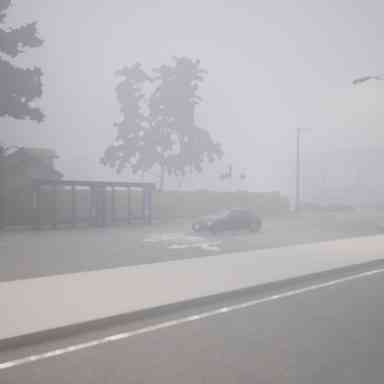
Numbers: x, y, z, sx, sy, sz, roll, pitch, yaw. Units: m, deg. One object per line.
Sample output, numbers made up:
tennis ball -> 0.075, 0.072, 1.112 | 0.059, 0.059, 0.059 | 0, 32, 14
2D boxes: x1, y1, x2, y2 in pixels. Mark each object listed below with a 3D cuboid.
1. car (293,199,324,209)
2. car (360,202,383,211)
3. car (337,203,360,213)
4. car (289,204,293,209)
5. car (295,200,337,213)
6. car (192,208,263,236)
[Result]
car -> 20.683, 2.136, 59.179 | 1.882, 1.535, 5.008 | 1, 0, -35
car -> 29.841, 2.261, 53.295 | 2.033, 1.411, 5.357 | 1, -1, -37
car -> 20.531, 2.168, 46.908 | 1.895, 1.301, 4.718 | 1, -1, -35
car -> 14.409, 2.165, 55.618 | 1.895, 1.301, 4.718 | 1, 0, -35
car -> 16.993, 2.047, 45.856 | 1.812, 1.442, 4.674 | 1, 0, -35
car -> 2.174, 1.694, 19.630 | 4.674, 1.442, 1.812 | 1, 0, -35
